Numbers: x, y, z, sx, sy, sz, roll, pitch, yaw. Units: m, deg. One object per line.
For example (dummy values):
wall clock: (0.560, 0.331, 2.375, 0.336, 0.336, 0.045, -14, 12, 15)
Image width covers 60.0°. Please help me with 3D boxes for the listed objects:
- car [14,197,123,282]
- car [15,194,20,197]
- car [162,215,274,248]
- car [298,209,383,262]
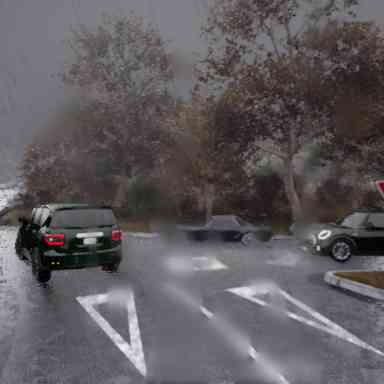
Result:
car: (-4.037, 1.324, 10.511, 2.150, 2.045, 5.566, 0, 0, -34)
car: (-26.481, 0.654, 52.396, 1.994, 1.385, 4.181, 0, 3, -11)
car: (1.079, 1.695, 14.699, 4.718, 1.301, 1.895, 0, 0, 3)
car: (6.217, 1.416, 11.918, 4.553, 1.767, 2.097, 0, 0, -3)
